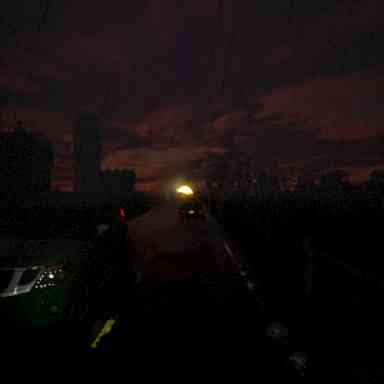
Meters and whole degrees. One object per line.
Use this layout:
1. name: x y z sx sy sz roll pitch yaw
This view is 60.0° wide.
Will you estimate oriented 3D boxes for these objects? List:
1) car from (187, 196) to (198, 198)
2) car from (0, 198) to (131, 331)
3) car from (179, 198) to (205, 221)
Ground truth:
1. car: 0.052 1.249 43.563 1.837 1.490 4.892 0 1 0
2. car: -2.787 1.178 7.128 2.150 2.045 5.566 0 0 1
3. car: 0.009 1.395 25.167 2.033 1.411 5.357 0 0 1
